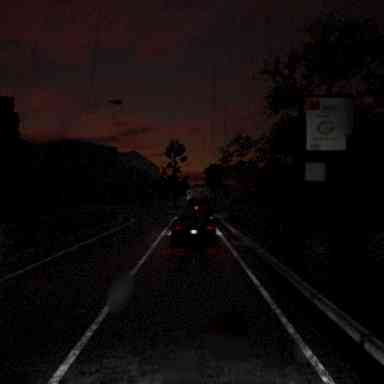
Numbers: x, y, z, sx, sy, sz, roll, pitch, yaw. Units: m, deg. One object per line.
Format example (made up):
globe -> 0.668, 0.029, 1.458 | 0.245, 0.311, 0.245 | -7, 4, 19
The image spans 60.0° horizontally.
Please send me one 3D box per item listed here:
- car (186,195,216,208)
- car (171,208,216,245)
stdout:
car -> 0.781, 1.510, 32.196 | 2.150, 2.045, 5.566 | 0, 0, 8
car -> 0.071, 1.649, 15.912 | 1.994, 1.385, 4.181 | 0, -1, 0
